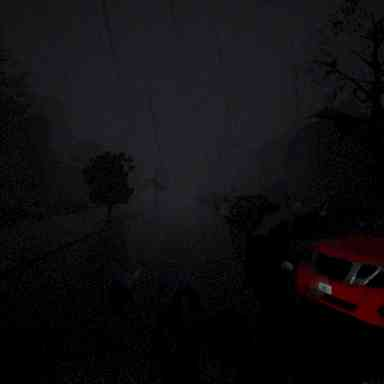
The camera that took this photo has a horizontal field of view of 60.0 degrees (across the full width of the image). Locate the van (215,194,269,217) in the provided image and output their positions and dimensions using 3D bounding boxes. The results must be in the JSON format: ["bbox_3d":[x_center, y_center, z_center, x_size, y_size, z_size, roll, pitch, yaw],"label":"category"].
[{"bbox_3d":[4.561,1.208,30.303,4.442,1.987,1.878,1,0,-20],"label":"van"}]

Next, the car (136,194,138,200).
[{"bbox_3d":[-14.975,1.449,72.521,4.674,1.452,2.002,-1,0,-24],"label":"car"}]

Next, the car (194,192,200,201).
[{"bbox_3d":[3.888,1.124,63.518,5.566,2.045,2.435,1,0,-23],"label":"car"}]

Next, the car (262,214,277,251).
[{"bbox_3d":[4.716,1.497,9.295,4.792,1.488,2.163,1,0,-20],"label":"car"}]

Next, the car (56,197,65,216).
[{"bbox_3d":[-13.549,1.494,28.059,4.792,1.488,2.163,-1,0,-20],"label":"car"}]

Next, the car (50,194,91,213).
[{"bbox_3d":[-13.582,1.205,34.011,5.566,2.045,2.435,-1,0,-20],"label":"car"}]

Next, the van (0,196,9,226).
[{"bbox_3d":[-13.377,1.249,19.186,4.442,1.987,1.878,-1,0,-20],"label":"van"}]

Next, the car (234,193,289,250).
[{"bbox_3d":[4.711,1.211,12.299,5.566,2.045,2.435,1,0,-20],"label":"car"}]

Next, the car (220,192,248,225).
[{"bbox_3d":[4.737,1.202,18.340,5.566,2.045,2.435,1,0,-20],"label":"car"}]

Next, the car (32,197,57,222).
[{"bbox_3d":[-13.334,1.463,25.163,5.366,1.575,1.946,-1,0,-20],"label":"car"}]

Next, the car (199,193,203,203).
[{"bbox_3d":[4.292,1.392,54.482,5.008,1.535,2.097,1,0,-22],"label":"car"}]

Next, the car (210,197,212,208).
[{"bbox_3d":[4.678,1.460,33.373,4.792,1.488,2.163,1,0,-20],"label":"car"}]

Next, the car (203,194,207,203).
[{"bbox_3d":[4.515,1.410,45.417,4.892,1.521,2.231,1,0,-21],"label":"car"}]

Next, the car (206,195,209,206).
[{"bbox_3d":[4.780,1.419,39.457,5.366,1.575,1.946,1,0,-21],"label":"car"}]

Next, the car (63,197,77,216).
[{"bbox_3d":[-13.511,1.489,31.063,4.792,1.488,2.163,-1,0,-20],"label":"car"}]

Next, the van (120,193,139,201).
[{"bbox_3d":[-15.896,1.168,84.374,4.442,1.987,1.878,-1,0,-25],"label":"van"}]

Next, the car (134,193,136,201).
[{"bbox_3d":[-14.762,1.452,69.568,4.674,1.452,2.002,-1,0,-24],"label":"car"}]

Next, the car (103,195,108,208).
[{"bbox_3d":[-13.626,1.318,42.942,4.553,1.767,2.185,-1,0,-21],"label":"car"}]

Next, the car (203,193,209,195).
[{"bbox_3d":[4.443,1.278,48.436,4.553,1.767,2.185,1,0,-22],"label":"car"}]

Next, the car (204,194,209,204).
[{"bbox_3d":[4.583,1.415,42.399,5.008,1.535,2.097,1,0,-21],"label":"car"}]

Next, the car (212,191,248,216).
[{"bbox_3d":[4.715,1.193,24.348,5.566,2.045,2.435,1,0,-20],"label":"car"}]

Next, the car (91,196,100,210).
[{"bbox_3d":[-13.405,1.446,37.065,5.366,1.575,1.946,-1,0,-20],"label":"car"}]

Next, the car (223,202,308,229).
[{"bbox_3d":[4.702,1.449,21.330,5.008,1.535,2.097,1,0,-20],"label":"car"}]

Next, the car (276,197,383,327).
[{"bbox_3d":[4.729,1.221,6.285,5.566,2.045,2.435,1,0,-20],"label":"car"}]

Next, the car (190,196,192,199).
[{"bbox_3d":[2.907,1.349,78.606,4.892,1.521,2.231,1,0,-25],"label":"car"}]

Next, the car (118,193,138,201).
[{"bbox_3d":[-15.686,1.273,81.387,4.553,1.767,2.185,-1,0,-25],"label":"car"}]

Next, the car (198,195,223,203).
[{"bbox_3d":[3.738,1.410,66.555,4.674,1.452,2.002,1,0,-24],"label":"car"}]

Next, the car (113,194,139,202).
[{"bbox_3d":[-15.041,1.400,75.555,5.366,1.575,1.946,-1,0,-24],"label":"car"}]

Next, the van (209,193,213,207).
[{"bbox_3d":[4.527,1.198,36.328,4.442,1.987,1.878,1,0,-21],"label":"van"}]

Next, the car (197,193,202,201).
[{"bbox_3d":[4.063,1.381,60.515,5.008,1.535,2.097,1,0,-23],"label":"car"}]

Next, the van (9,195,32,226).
[{"bbox_3d":[-13.391,1.245,22.164,4.442,1.987,1.878,-1,0,-20],"label":"van"}]

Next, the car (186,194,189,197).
[{"bbox_3d":[1.912,1.327,87.548,5.366,1.575,1.946,1,0,-26],"label":"car"}]

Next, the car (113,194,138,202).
[{"bbox_3d":[-15.621,1.402,78.347,5.366,1.575,1.946,-1,0,-25],"label":"car"}]

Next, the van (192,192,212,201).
[{"bbox_3d":[2.543,1.116,81.563,4.442,1.987,1.878,1,0,-25],"label":"van"}]

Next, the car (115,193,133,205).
[{"bbox_3d":[-14.567,1.419,63.581,5.366,1.575,1.946,-1,0,-23],"label":"car"}]

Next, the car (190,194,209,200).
[{"bbox_3d":[1.955,1.362,90.609,4.792,1.488,2.163,1,0,-26],"label":"car"}]

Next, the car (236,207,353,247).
[{"bbox_3d":[4.694,1.487,15.307,4.792,1.488,2.163,1,0,-20],"label":"car"}]

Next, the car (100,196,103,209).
[{"bbox_3d":[-13.603,1.449,39.965,4.892,1.521,2.231,-1,0,-21],"label":"car"}]

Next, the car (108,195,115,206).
[{"bbox_3d":[-13.701,1.440,45.898,5.008,1.535,2.097,-1,0,-21],"label":"car"}]
